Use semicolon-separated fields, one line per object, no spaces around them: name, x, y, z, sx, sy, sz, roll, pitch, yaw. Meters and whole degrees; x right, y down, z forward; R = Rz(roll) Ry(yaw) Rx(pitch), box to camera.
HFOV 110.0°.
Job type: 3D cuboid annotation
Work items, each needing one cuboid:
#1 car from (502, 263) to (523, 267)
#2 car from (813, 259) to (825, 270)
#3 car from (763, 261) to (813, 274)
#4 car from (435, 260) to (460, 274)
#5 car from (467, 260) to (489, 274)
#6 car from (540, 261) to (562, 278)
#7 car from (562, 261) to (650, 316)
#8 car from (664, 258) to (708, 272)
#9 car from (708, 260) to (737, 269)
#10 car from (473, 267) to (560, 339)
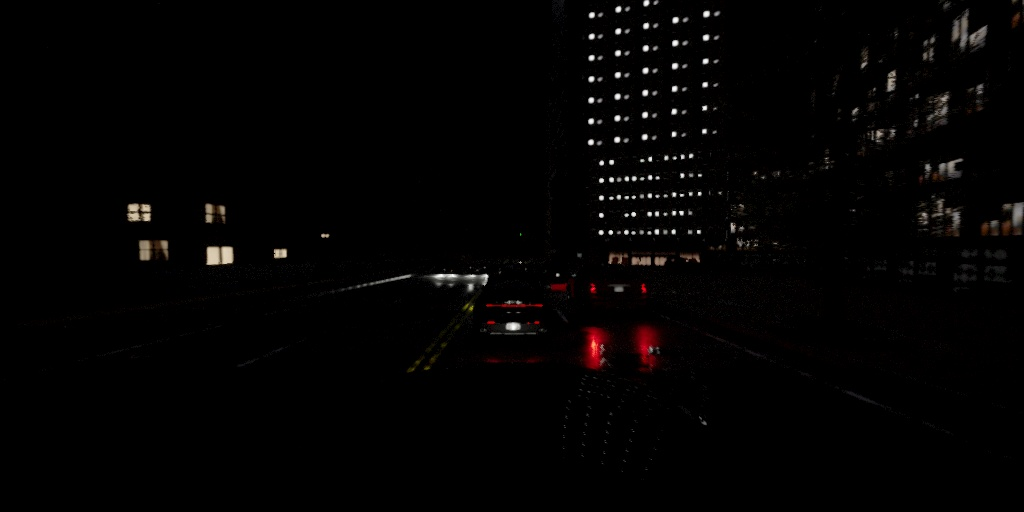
car;0.051;1.169;24.986;2.033;1.411;5.357;0;0;1
car;38.993;1.319;42.279;5.009;1.841;2.192;0;0;20
car;33.670;1.495;44.230;4.507;1.381;1.888;0;0;20
car;-6.565;1.127;36.920;1.994;1.385;4.181;0;0;0
car;-3.316;1.088;36.750;1.812;1.442;4.674;0;0;0
car;3.326;1.109;28.354;1.837;1.490;4.892;0;0;0
car;3.321;1.036;13.205;2.097;1.767;4.553;0;0;0
car;23.025;1.155;48.130;5.009;1.841;2.192;0;0;20
car;31.060;1.203;53.575;4.403;1.370;2.007;0;0;20
car;0.047;1.207;9.869;1.837;1.490;4.892;0;0;1
